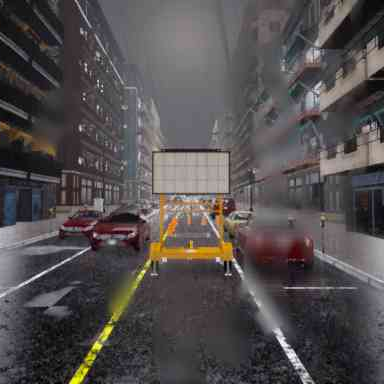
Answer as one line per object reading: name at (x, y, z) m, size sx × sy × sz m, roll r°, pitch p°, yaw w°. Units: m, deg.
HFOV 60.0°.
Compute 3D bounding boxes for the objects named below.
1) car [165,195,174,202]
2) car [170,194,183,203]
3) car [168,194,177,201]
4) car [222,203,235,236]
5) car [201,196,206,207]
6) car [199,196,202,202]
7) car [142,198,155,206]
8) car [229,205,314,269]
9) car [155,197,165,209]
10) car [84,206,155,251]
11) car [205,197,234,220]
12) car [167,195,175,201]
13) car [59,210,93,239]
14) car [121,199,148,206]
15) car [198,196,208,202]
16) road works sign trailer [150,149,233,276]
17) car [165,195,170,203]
car at (-5.286, 1.588, 79.117) m, size 1.752 × 1.417 × 4.829 m, roll 2°, pitch 0°, yaw 0°
car at (-2.748, 1.573, 64.579) m, size 1.812 × 1.442 × 4.674 m, roll 0°, pitch 0°, yaw 0°
car at (-5.277, 1.392, 90.617) m, size 2.192 × 1.841 × 5.009 m, roll 2°, pitch 0°, yaw 0°
car at (2.591, 1.537, 17.143) m, size 1.752 × 1.417 × 4.829 m, roll 2°, pitch 0°, yaw 0°
car at (2.593, 1.558, 45.466) m, size 1.752 × 1.417 × 4.829 m, roll 2°, pitch 0°, yaw 0°
car at (2.592, 1.608, 56.625) m, size 1.947 × 1.339 × 4.313 m, roll 2°, pitch 0°, yaw 0°
car at (-5.284, 1.464, 33.972) m, size 1.967 × 1.590 × 4.097 m, roll 2°, pitch 0°, yaw 0°
car at (2.594, 1.448, 11.309) m, size 1.967 × 1.590 × 4.097 m, roll 2°, pitch 0°, yaw 0°
car at (-5.288, 1.584, 45.301) m, size 2.008 × 1.369 × 4.403 m, roll 2°, pitch 0°, yaw 0°
car at (-2.850, 1.535, 14.189) m, size 1.812 × 1.442 × 4.674 m, roll 0°, pitch 0°, yaw 0°
car at (2.598, 1.334, 28.302) m, size 2.192 × 1.841 × 5.009 m, roll 2°, pitch 0°, yaw 0°
car at (-5.285, 1.595, 84.782) m, size 1.752 × 1.417 × 4.829 m, roll 2°, pitch 0°, yaw 0°
car at (-5.290, 1.593, 16.978) m, size 1.802 × 1.307 × 4.206 m, roll 2°, pitch 0°, yaw 0°
car at (-5.289, 1.585, 28.308) m, size 1.947 × 1.339 × 4.313 m, roll 2°, pitch 0°, yaw 0°
car at (2.593, 1.614, 79.281) m, size 2.008 × 1.369 × 4.403 m, roll 2°, pitch 0°, yaw 0°
road works sign trailer at (-0.022, 0.471, 10.383) m, size 2.380 × 3.560 × 2.880 m, roll 0°, pitch 0°, yaw 0°
car at (-5.287, 1.586, 56.631) m, size 1.887 × 1.381 × 4.507 m, roll 2°, pitch 0°, yaw 0°
